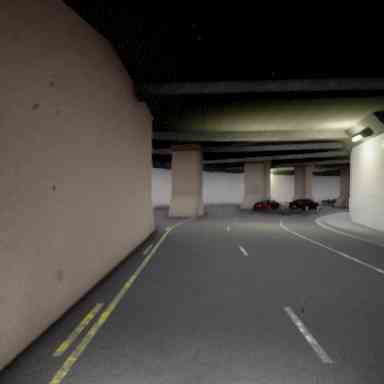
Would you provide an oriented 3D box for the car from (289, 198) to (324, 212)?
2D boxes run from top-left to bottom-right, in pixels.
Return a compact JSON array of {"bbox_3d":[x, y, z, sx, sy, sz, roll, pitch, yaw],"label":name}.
[{"bbox_3d":[13.132,1.476,38.687,1.882,1.535,5.008,0,0,44],"label":"car"}]

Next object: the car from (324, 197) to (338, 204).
[{"bbox_3d":[26.281,1.630,61.708,4.718,1.301,1.895,0,0,-20],"label":"car"}]

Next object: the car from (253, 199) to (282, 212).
[{"bbox_3d":[8.953,1.529,39.260,1.994,1.385,4.181,0,0,40],"label":"car"}]
